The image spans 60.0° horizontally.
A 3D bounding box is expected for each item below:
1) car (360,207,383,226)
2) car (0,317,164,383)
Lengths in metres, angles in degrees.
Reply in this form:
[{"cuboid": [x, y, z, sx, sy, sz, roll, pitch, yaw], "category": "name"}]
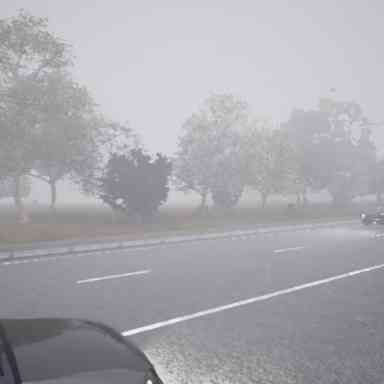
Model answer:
[{"cuboid": [13.147, 1.600, 21.945, 4.718, 1.301, 1.895, 0, 0, -35], "category": "car"}, {"cuboid": [-2.204, 1.564, 2.174, 4.181, 1.385, 1.994, 0, 0, -35], "category": "car"}]
